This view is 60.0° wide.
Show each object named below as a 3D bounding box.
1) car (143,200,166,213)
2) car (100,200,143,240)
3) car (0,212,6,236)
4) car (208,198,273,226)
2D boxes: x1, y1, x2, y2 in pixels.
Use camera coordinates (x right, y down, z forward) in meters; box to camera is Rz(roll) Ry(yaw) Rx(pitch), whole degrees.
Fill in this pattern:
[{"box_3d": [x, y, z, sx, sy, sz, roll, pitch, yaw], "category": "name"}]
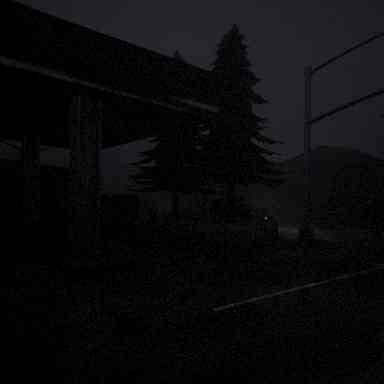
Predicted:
[{"box_3d": [-4.724, 1.643, 37.275, 2.128, 1.511, 4.902, 1, 0, -35], "category": "car"}, {"box_3d": [-4.603, 1.446, 18.244, 1.905, 1.878, 3.866, 1, 0, -36], "category": "car"}, {"box_3d": [-11.734, 1.519, 18.420, 2.242, 1.667, 4.611, 1, 0, -36], "category": "car"}, {"box_3d": [3.561, 1.470, 25.611, 2.150, 2.045, 5.566, 1, 0, -36], "category": "car"}]
